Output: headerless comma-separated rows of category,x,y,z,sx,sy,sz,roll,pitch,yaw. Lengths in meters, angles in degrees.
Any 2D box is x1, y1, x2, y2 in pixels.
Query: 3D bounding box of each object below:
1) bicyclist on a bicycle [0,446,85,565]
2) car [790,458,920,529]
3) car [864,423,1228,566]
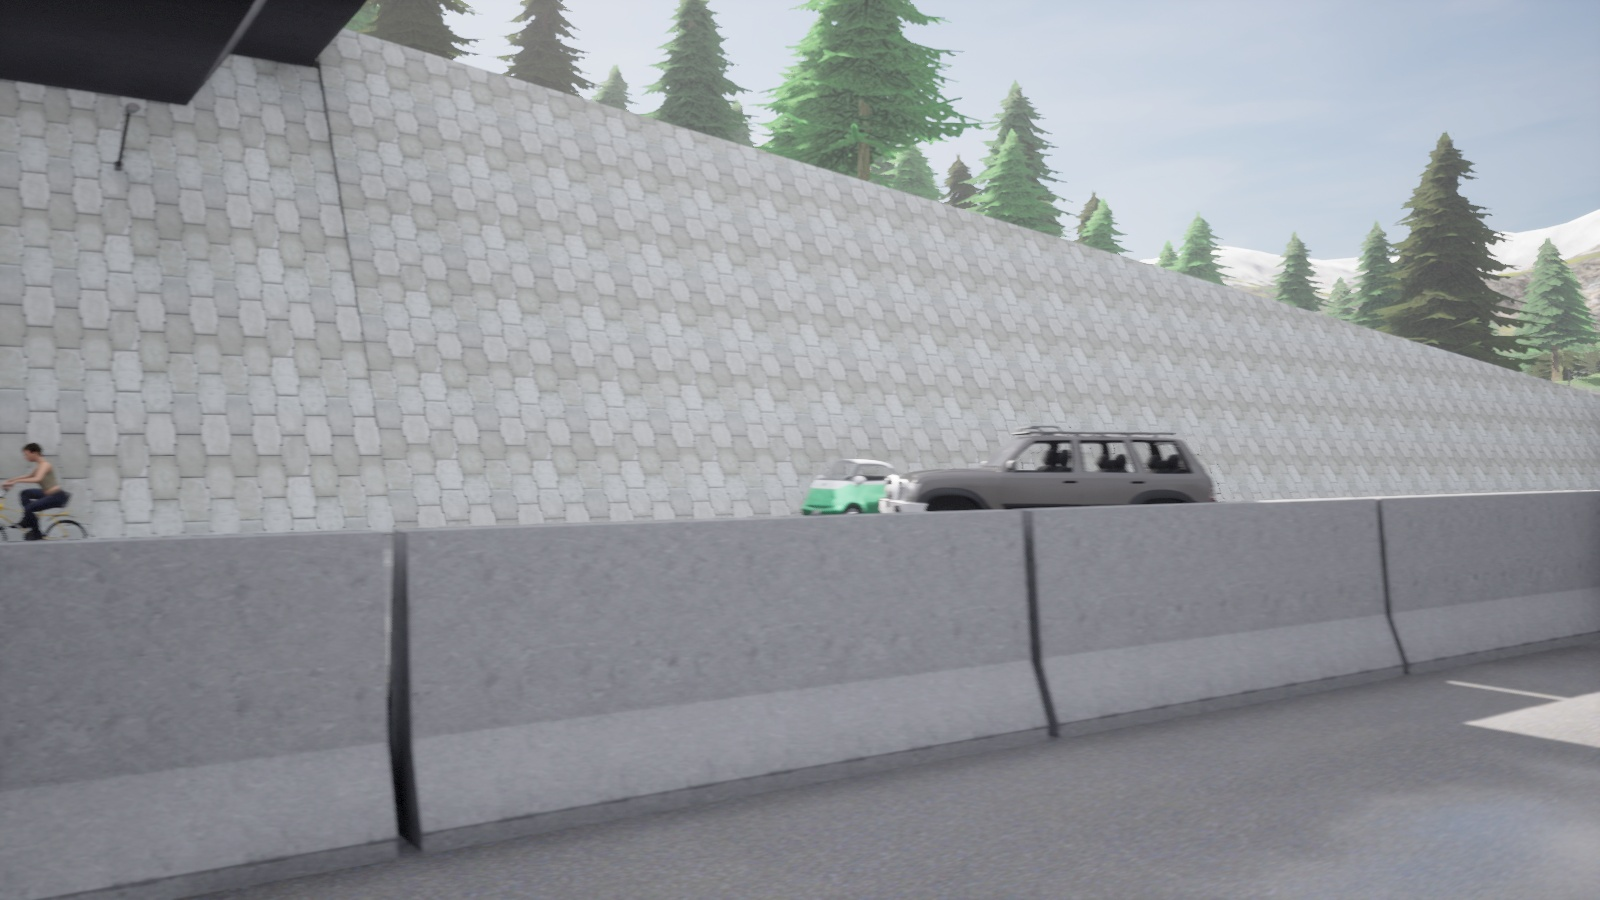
bicyclist on a bicycle,-10.834,0.747,17.434,1.509,1.612,0.866,0,0,-35
car,1.136,0.860,25.771,2.207,1.376,1.481,0,0,-35
car,3.289,0.598,17.413,4.605,1.855,1.932,0,-1,-4
